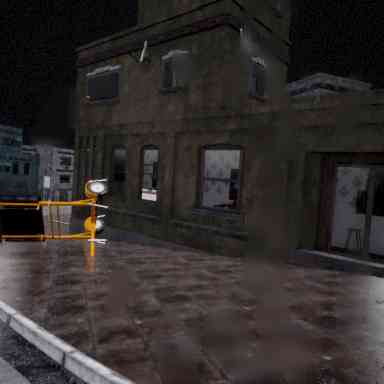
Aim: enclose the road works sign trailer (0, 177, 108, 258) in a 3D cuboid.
[{"bbox_3d":[-4.869,1.155,11.785,3.560,2.380,2.880,2,43,-17],"label":"road works sign trailer"}]
